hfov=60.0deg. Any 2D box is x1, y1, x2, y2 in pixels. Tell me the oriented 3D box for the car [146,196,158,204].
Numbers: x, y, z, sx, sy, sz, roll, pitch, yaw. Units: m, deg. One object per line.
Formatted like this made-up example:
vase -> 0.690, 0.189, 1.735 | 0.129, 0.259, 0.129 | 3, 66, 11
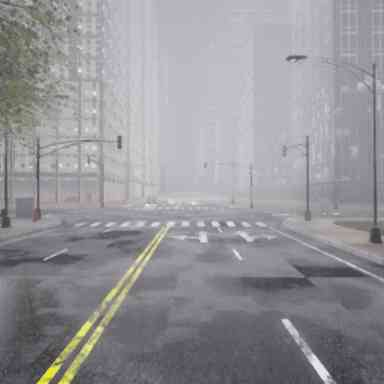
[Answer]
car -> -7.193, 1.415, 60.138 | 2.128, 1.511, 4.902 | 0, 0, -1
